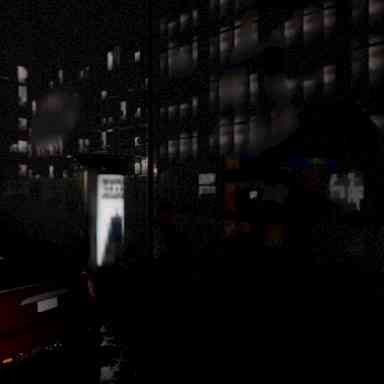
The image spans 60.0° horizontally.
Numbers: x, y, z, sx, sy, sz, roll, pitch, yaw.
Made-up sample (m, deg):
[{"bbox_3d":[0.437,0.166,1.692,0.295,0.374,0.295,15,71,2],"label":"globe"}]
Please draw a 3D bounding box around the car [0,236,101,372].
[{"bbox_3d":[-3.380,1.424,5.281,4.097,1.590,1.967,0,0,35],"label":"car"}]
